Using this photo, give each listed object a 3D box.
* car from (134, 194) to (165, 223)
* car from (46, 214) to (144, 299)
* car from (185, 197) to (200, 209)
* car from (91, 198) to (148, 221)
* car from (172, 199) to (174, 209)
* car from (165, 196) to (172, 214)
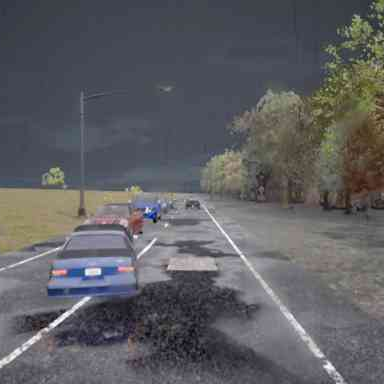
[{"bbox_3d":[-3.590,1.217,25.690,2.150,2.045,5.566,0,0,-1],"label":"car"},{"bbox_3d":[-2.394,1.547,8.702,2.033,1.411,5.357,0,0,-12],"label":"car"},{"bbox_3d":[0.082,1.491,43.809,1.837,1.490,4.892,0,0,-1],"label":"car"},{"bbox_3d":[-3.662,1.350,16.025,2.097,1.767,4.553,0,0,1],"label":"car"},{"bbox_3d":[-3.568,1.337,45.701,2.097,1.767,4.553,0,0,0],"label":"car"},{"bbox_3d":[-3.574,1.343,35.695,2.097,1.767,4.553,0,0,0],"label":"car"}]
